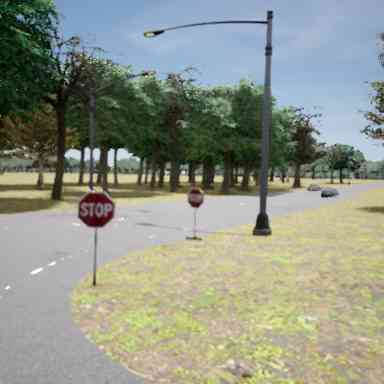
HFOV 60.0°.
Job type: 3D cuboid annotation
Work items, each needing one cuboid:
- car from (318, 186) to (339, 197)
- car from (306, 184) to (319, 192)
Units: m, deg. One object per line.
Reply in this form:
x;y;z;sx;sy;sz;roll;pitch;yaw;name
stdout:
21.579;0.072;51.954;1.994;1.385;4.181;3;4;32;car
25.013;-0.790;68.324;1.837;1.490;4.892;3;4;35;car
